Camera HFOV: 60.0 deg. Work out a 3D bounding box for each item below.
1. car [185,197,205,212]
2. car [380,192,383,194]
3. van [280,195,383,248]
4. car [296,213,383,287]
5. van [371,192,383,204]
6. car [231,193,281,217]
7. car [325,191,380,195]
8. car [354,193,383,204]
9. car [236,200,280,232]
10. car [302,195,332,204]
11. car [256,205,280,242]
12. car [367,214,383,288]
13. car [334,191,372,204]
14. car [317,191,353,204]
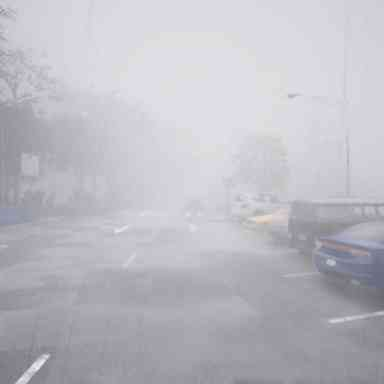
[{"bbox_3d":[0.339,1.306,35.708,2.128,1.511,4.902,0,0,5],"label":"car"},{"bbox_3d":[24.327,1.025,39.355,2.435,2.045,5.566,-1,1,-21],"label":"car"},{"bbox_3d":[5.513,1.197,11.221,4.442,1.987,1.878,1,0,-20],"label":"van"},{"bbox_3d":[5.385,1.437,8.177,5.008,1.535,2.097,1,0,-20],"label":"car"},{"bbox_3d":[33.145,0.966,56.599,1.878,1.987,4.442,0,0,-21],"label":"van"},{"bbox_3d":[5.442,1.109,23.213,5.566,2.045,2.435,1,0,-20],"label":"car"},{"bbox_3d":[18.446,1.027,39.174,2.435,2.045,5.566,0,1,-21],"label":"car"},{"bbox_3d":[30.164,1.066,56.455,2.185,1.767,4.553,0,-1,-21],"label":"car"},{"bbox_3d":[5.239,1.386,17.121,5.366,1.575,1.946,1,1,-20],"label":"car"},{"bbox_3d":[21.085,1.224,56.230,2.163,1.488,4.792,0,0,-21],"label":"car"},{"bbox_3d":[5.414,1.446,14.180,4.674,1.452,2.002,1,1,-20],"label":"car"},{"bbox_3d":[5.416,1.328,5.173,4.553,1.767,2.185,1,1,-20],"label":"car"},{"bbox_3d":[27.168,0.941,56.333,2.435,2.045,5.566,0,-1,-21],"label":"car"},{"bbox_3d":[24.108,0.942,56.303,2.435,2.045,5.566,0,0,-21],"label":"car"}]
